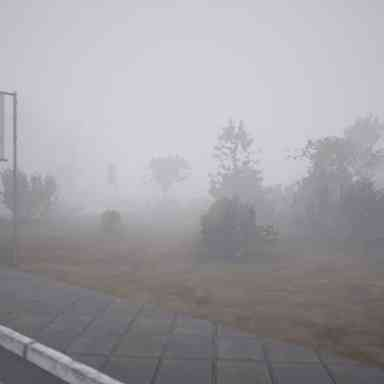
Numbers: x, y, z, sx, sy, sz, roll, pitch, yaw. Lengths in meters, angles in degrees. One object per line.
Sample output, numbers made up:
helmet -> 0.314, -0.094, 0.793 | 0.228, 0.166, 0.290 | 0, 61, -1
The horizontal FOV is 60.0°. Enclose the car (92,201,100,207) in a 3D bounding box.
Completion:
car -> -13.130, 1.598, 51.760 | 1.895, 1.301, 4.718 | 0, 1, 39

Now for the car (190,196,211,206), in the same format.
car -> 1.559, 1.363, 53.043 | 1.812, 1.442, 4.674 | 0, 1, 38

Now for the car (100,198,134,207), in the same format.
car -> -10.463, 1.539, 49.493 | 2.033, 1.411, 5.357 | 0, 1, 39

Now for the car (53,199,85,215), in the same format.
car -> -13.523, 1.657, 34.228 | 1.895, 1.301, 4.718 | 0, 0, 39

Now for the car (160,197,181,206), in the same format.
car -> -3.556, 1.470, 52.203 | 1.994, 1.385, 4.181 | 0, 1, 38

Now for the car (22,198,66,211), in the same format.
car -> -19.459, 1.559, 43.916 | 2.128, 1.511, 4.902 | 0, 0, 39
